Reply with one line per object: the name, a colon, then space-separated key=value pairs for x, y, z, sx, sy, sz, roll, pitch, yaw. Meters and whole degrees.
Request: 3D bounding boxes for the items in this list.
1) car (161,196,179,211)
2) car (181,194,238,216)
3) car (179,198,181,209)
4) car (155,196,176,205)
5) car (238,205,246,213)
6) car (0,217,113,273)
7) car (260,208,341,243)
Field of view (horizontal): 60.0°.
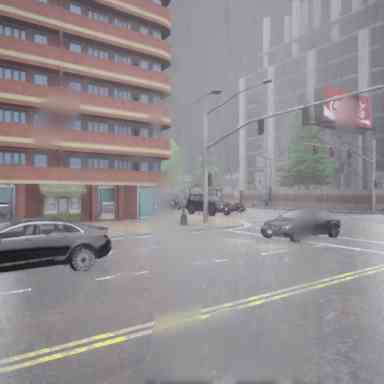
car: x=-3.954 y=1.352 z=40.696 sx=2.097 sy=1.767 sz=4.553 roll=0 pitch=0 yaw=-35
car: x=1.580 y=1.221 z=32.790 sx=2.150 sy=2.045 sz=5.566 roll=0 pitch=0 yaw=-35
car: x=-1.859 y=1.491 z=43.809 sx=2.128 sy=1.511 sz=4.902 roll=0 pitch=0 yaw=-35
car: x=-4.884 y=1.526 z=60.686 sx=1.812 sy=1.442 sz=4.674 roll=0 pitch=0 yaw=-35
car: x=3.655 y=1.601 z=35.931 sx=1.895 sy=1.301 sz=4.718 roll=0 pitch=0 yaw=-35
car: x=-4.689 y=1.492 z=9.247 sx=4.902 sy=1.511 sz=2.128 roll=0 pitch=0 yaw=-35
car: x=5.406 y=1.526 z=16.227 sx=4.674 sy=1.442 sz=1.812 roll=0 pitch=0 yaw=-35
